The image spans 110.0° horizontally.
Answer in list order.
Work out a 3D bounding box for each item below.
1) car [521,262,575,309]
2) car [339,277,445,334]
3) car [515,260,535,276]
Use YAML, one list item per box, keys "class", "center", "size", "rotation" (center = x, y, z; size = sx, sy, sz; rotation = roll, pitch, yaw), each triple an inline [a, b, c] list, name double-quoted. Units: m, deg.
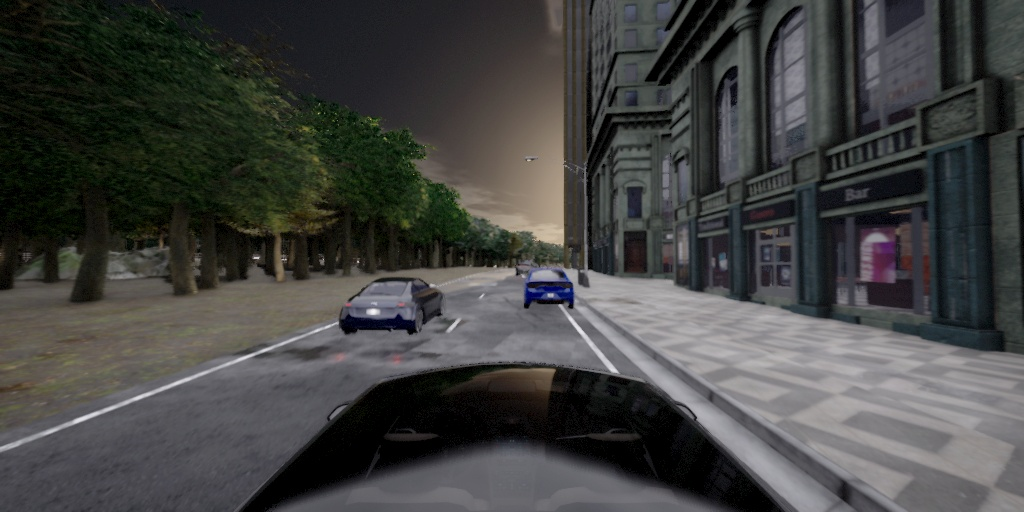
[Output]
- class: "car"
  center: [1.417, 1.207, 14.997]
  size: [1.882, 1.535, 5.008]
  rotation: [0, 0, 2]
- class: "car"
  center: [-3.282, 1.302, 10.576]
  size: [1.994, 1.385, 4.181]
  rotation: [0, 0, 1]
- class: "car"
  center: [1.414, 1.279, 38.096]
  size: [2.128, 1.511, 4.902]
  rotation: [0, -1, 5]
